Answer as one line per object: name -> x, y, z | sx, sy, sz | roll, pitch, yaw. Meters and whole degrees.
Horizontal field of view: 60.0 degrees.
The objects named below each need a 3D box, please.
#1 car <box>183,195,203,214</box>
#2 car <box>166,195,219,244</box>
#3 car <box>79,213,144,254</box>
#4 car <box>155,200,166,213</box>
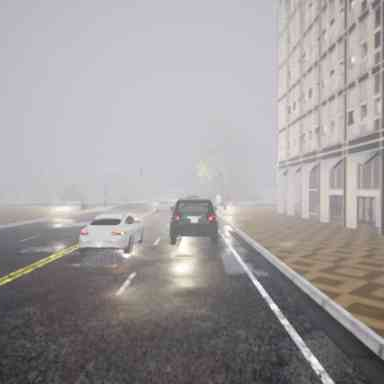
car -> 0.091, 1.380, 38.250 | 2.150, 2.045, 5.566 | 0, 0, 0
car -> 0.095, 1.297, 16.450 | 2.150, 2.045, 5.566 | 0, 0, 0
car -> -3.154, 1.589, 13.607 | 1.812, 1.442, 4.674 | 0, -1, 0
car -> -3.160, 1.689, 39.133 | 1.812, 1.442, 4.674 | 0, 0, 0
